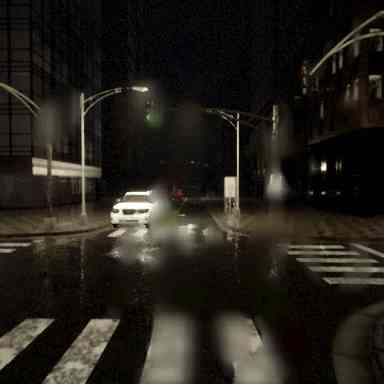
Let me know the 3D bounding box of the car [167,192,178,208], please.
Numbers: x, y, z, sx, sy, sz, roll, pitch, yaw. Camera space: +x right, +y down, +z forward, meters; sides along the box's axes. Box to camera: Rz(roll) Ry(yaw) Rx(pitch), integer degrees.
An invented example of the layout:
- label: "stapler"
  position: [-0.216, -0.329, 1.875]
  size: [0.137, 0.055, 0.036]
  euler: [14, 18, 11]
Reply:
- label: "car"
  position: [-2.943, 1.056, 38.655]
  size: [1.837, 1.490, 4.892]
  euler: [0, 1, 0]

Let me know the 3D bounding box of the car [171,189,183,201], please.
- label: "car"
  position: [-2.782, 0.571, 58.745]
  size: [2.150, 2.045, 5.566]
  euler: [0, 1, 0]

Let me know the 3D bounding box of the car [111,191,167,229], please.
- label: "car"
  position: [-3.168, 0.990, 20.238]
  size: [2.150, 2.045, 5.566]
  euler: [0, 1, 4]
